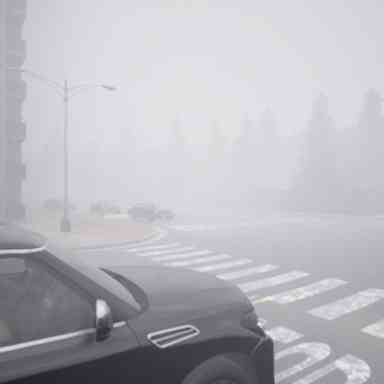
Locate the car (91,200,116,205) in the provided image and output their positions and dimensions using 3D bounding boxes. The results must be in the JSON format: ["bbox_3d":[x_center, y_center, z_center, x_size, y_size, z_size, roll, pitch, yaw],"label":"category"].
[{"bbox_3d":[-8.649,1.512,33.118,1.994,1.385,4.181,0,0,-39],"label":"car"}]

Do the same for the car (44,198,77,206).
[{"bbox_3d":[-16.013,1.452,40.417,4.892,1.490,1.837,0,0,33],"label":"car"}]

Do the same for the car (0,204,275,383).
[{"bbox_3d":[-1.851,1.221,2.426,5.566,2.045,2.150,0,0,-35],"label":"car"}]
